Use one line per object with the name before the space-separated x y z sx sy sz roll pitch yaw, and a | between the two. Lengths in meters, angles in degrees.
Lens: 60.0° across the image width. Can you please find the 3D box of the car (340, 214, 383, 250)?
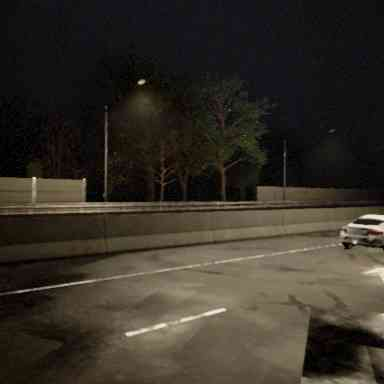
car | 8.048 1.665 13.907 4.674 1.442 1.812 0 0 -35
